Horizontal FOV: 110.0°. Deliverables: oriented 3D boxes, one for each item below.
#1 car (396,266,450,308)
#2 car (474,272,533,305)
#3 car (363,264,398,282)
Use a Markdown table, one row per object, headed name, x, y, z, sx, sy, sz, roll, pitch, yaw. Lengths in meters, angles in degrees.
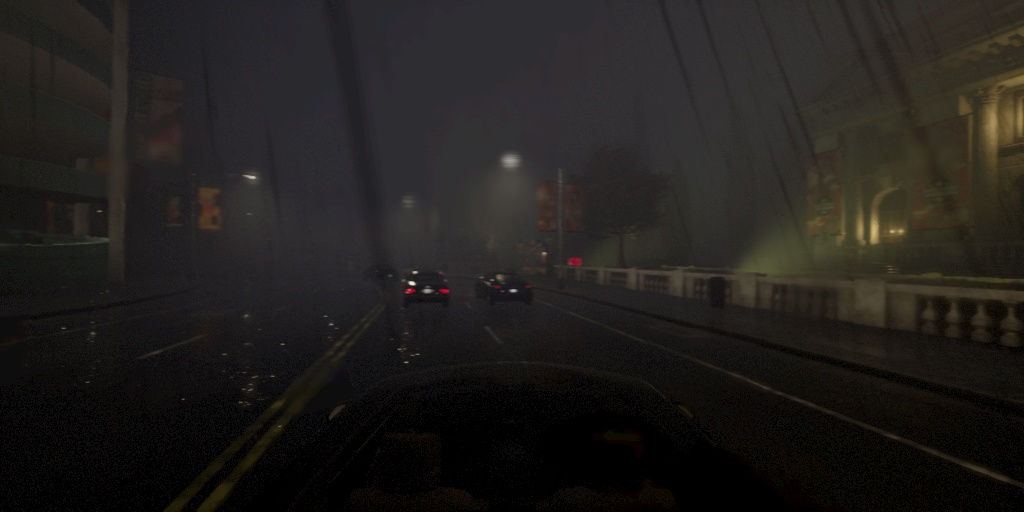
| name | x | y | z | sx | sy | sz | roll | pitch | yaw |
| --- | --- | --- | --- | --- | --- | --- | --- | --- | --- |
| car | -3.789 | 1.352 | 15.656 | 2.033 | 1.411 | 5.357 | 1 | 0 | -15 |
| car | -0.495 | 1.420 | 16.830 | 1.994 | 1.385 | 4.181 | 1 | 0 | -16 |
| car | -10.940 | 1.345 | 29.915 | 1.812 | 1.442 | 4.674 | 1 | 0 | -38 |
